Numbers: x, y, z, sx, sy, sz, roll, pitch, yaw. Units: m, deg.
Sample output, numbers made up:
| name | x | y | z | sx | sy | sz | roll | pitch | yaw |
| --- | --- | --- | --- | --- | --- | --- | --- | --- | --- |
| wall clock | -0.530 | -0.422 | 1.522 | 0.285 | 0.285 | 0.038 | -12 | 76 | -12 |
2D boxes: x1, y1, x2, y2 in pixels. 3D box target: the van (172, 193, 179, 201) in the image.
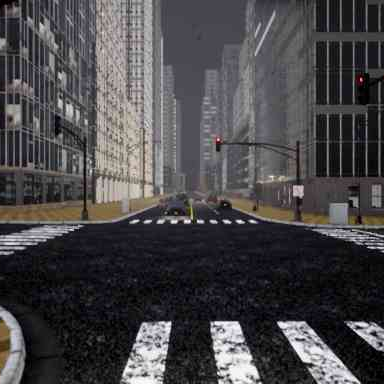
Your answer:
| name | x | y | z | sx | sy | sz | roll | pitch | yaw |
| --- | --- | --- | --- | --- | --- | --- | --- | --- | --- |
| van | -4.173 | 1.282 | 85.931 | 1.690 | 1.788 | 3.998 | 0 | 0 | 0 |

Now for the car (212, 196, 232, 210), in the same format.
| name | x | y | z | sx | sy | sz | roll | pitch | yaw |
| --- | --- | --- | --- | --- | --- | --- | --- | --- | --- |
| car | 3.935 | 1.563 | 41.744 | 1.947 | 1.339 | 4.313 | 0 | 0 | 0 |

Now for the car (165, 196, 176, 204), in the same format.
| name | x | y | z | sx | sy | sz | roll | pitch | yaw |
| --- | --- | --- | --- | --- | --- | --- | --- | --- | --- |
| car | -4.084 | 1.540 | 63.821 | 1.947 | 1.339 | 4.313 | 0 | 0 | 0 |

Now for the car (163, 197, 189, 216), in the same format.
| name | x | y | z | sx | sy | sz | roll | pitch | yaw |
| --- | --- | --- | --- | --- | --- | --- | --- | --- | --- |
| car | -1.498 | 1.551 | 33.511 | 2.033 | 1.411 | 5.357 | 0 | 0 | -1 |

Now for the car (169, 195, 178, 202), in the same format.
| name | x | y | z | sx | sy | sz | roll | pitch | yaw |
| --- | --- | --- | --- | --- | --- | --- | --- | --- | --- |
| car | -4.128 | 1.398 | 74.877 | 1.967 | 1.590 | 4.097 | 0 | 0 | 0 |

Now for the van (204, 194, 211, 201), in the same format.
| name | x | y | z | sx | sy | sz | roll | pitch | yaw |
| --- | --- | --- | --- | --- | --- | --- | --- | --- | --- |
| van | 3.729 | 1.291 | 80.436 | 1.690 | 1.788 | 3.998 | 0 | 0 | 0 |

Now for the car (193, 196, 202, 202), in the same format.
| name | x | y | z | sx | sy | sz | roll | pitch | yaw |
| --- | --- | --- | --- | --- | --- | --- | --- | --- | --- |
| car | 1.207 | 1.501 | 72.857 | 2.033 | 1.411 | 5.357 | 0 | 0 | 0 |

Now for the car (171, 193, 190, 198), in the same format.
| name | x | y | z | sx | sy | sz | roll | pitch | yaw |
| --- | --- | --- | --- | --- | --- | --- | --- | --- | --- |
| car | -1.560 | 1.213 | 51.052 | 2.150 | 2.045 | 5.566 | 0 | 0 | 0 |

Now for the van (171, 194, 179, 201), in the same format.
| name | x | y | z | sx | sy | sz | roll | pitch | yaw |
| --- | --- | --- | --- | --- | --- | --- | --- | --- | --- |
| van | -4.151 | 1.291 | 80.404 | 1.690 | 1.788 | 3.998 | 0 | 0 | 0 |

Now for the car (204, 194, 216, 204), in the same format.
| name | x | y | z | sx | sy | sz | roll | pitch | yaw |
| --- | --- | --- | --- | --- | --- | --- | --- | --- | --- |
| car | 3.797 | 1.289 | 63.852 | 2.192 | 1.841 | 5.009 | 0 | 0 | 0 |

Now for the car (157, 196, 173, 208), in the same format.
| name | x | y | z | sx | sy | sz | roll | pitch | yaw |
| --- | --- | --- | --- | --- | --- | --- | --- | --- | --- |
| car | -4.017 | 1.575 | 47.238 | 1.802 | 1.307 | 4.206 | 0 | 0 | 0 |

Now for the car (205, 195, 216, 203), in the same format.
| name | x | y | z | sx | sy | sz | roll | pitch | yaw |
| --- | --- | --- | --- | --- | --- | --- | --- | --- | --- |
| car | 3.774 | 1.406 | 69.381 | 1.967 | 1.590 | 4.097 | 0 | 0 | 0 |
